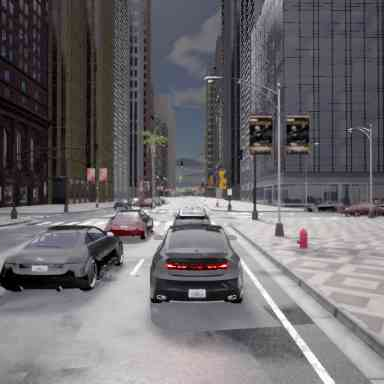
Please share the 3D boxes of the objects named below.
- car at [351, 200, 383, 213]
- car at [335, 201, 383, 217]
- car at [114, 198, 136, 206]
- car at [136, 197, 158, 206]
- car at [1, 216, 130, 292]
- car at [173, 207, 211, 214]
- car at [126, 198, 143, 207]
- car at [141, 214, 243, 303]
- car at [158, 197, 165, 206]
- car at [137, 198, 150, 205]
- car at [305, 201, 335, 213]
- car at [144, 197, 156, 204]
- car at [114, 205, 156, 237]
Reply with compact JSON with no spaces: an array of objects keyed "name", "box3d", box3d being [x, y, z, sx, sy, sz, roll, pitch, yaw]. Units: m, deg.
[{"name":"car","box3d":[20.762,1.643,37.856,4.313,1.339,1.947,0,0,-1]},{"name":"car","box3d":[15.267,1.577,29.235,4.206,1.307,1.802,0,0,-1]},{"name":"car","box3d":[-9.930,1.767,48.290,2.033,1.411,5.357,0,0,0]},{"name":"car","box3d":[-6.679,1.709,50.020,1.882,1.535,5.008,0,0,0]},{"name":"car","box3d":[-3.170,1.576,8.981,1.994,1.385,4.181,0,0,1]},{"name":"car","box3d":[0.021,1.531,17.632,2.128,1.511,4.902,0,0,0]},{"name":"car","box3d":[-9.928,1.778,57.844,2.128,1.511,4.902,0,0,0]},{"name":"car","box3d":[0.087,1.515,8.189,1.837,1.490,4.892,0,0,0]},{"name":"car","box3d":[-6.670,1.655,60.057,2.097,1.767,4.553,0,0,0]},{"name":"car","box3d":[-9.867,1.926,67.730,1.994,1.385,4.181,0,0,1]},{"name":"car","box3d":[15.123,1.662,37.759,4.313,1.339,1.947,0,0,-1]},{"name":"car","box3d":[-9.881,1.990,78.324,2.033,1.411,5.357,0,0,0]},{"name":"car","box3d":[-3.179,1.603,17.571,1.994,1.385,4.181,0,0,0]}]
